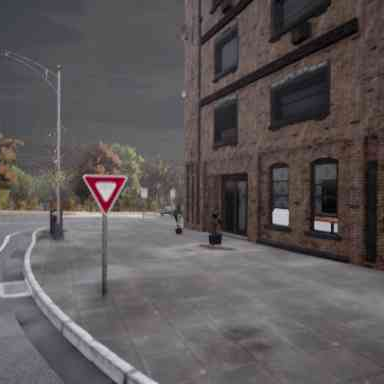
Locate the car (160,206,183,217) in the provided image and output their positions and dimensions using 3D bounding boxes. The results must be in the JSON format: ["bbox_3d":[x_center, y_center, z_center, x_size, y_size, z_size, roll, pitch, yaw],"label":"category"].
[{"bbox_3d":[-2.627,2.670,46.053,1.812,1.442,4.674,1,-3,29],"label":"car"}]
